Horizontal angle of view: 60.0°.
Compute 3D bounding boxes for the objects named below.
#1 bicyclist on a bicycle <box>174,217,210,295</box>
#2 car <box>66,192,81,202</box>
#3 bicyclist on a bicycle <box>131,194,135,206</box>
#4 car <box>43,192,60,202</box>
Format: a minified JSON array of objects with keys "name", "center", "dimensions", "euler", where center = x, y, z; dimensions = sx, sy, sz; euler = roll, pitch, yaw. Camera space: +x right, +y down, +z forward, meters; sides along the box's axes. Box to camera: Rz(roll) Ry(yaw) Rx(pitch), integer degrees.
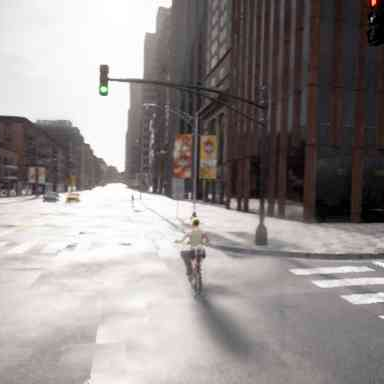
[{"name":"bicyclist on a bicycle","center":[0.045,1.368,7.524],"dimensions":[0.866,1.612,1.509],"euler":[1,1,-12]},{"name":"car","center":[-18.721,0.817,52.709],"dimensions":[1.882,1.535,5.008],"euler":[1,0,-12]},{"name":"bicyclist on a bicycle","center":[-7.818,1.086,43.819],"dimensions":[0.582,1.620,1.656],"euler":[1,0,-12]},{"name":"car","center":[-21.895,0.774,52.014],"dimensions":[1.837,1.490,4.892],"euler":[1,0,-12]}]
